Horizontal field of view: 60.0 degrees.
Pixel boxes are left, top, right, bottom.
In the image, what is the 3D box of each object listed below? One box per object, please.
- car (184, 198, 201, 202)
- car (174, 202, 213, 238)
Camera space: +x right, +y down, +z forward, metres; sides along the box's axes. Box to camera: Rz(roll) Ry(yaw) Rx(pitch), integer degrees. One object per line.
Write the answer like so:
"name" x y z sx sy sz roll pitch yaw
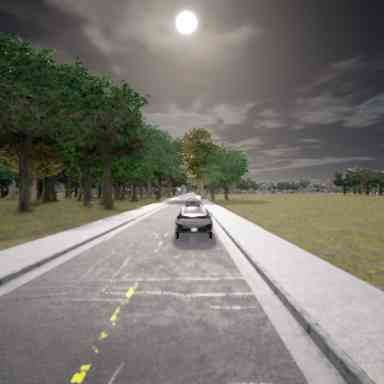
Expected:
"car" 0.100 1.519 41.049 1.837 1.490 4.892 0 0 0
"car" 0.100 1.496 17.579 2.128 1.511 4.902 0 0 0
